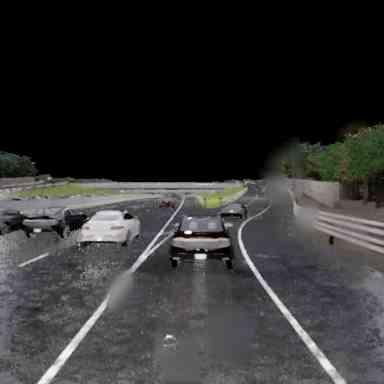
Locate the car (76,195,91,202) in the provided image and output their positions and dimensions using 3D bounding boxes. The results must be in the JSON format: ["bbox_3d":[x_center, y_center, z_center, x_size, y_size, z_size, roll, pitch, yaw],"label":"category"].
[{"bbox_3d":[-24.814,1.353,76.217,1.837,1.490,4.892,0,0,-1],"label":"car"}]

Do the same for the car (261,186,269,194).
[{"bbox_3d":[17.699,-0.245,80.493,2.128,1.511,4.902,0,3,11],"label":"car"}]

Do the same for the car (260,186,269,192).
[{"bbox_3d":[19.671,-0.907,90.378,2.033,1.411,5.357,0,3,10],"label":"car"}]

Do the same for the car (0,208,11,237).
[{"bbox_3d":[-10.388,1.573,18.303,1.994,1.385,4.181,0,0,0],"label":"car"}]

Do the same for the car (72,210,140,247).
[{"bbox_3d":[-3.488,1.534,14.825,1.812,1.442,4.674,0,0,0],"label":"car"}]

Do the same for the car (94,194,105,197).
[{"bbox_3d":[-21.321,1.205,76.886,2.097,1.767,4.553,0,0,-1],"label":"car"}]

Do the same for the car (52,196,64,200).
[{"bbox_3d":[-24.669,1.500,60.389,2.033,1.411,5.357,0,0,0],"label":"car"}]

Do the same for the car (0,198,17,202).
[{"bbox_3d":[-24.633,1.526,44.516,1.837,1.490,4.892,0,0,0],"label":"car"}]

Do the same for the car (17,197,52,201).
[{"bbox_3d":[-21.134,1.622,44.868,1.895,1.301,4.718,0,0,0],"label":"car"}]

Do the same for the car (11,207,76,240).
[{"bbox_3d":[-6.888,1.500,17.244,2.128,1.511,4.902,0,0,0],"label":"car"}]

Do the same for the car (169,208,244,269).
[{"bbox_3d":[0.367,1.497,11.225,2.128,1.511,4.902,0,0,3],"label":"car"}]

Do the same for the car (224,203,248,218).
[{"bbox_3d":[3.953,1.652,30.337,1.994,1.385,4.181,0,-1,16],"label":"car"}]

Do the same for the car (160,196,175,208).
[{"bbox_3d":[-3.578,1.371,49.076,2.097,1.767,4.553,0,0,0],"label":"car"}]

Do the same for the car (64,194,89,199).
[{"bbox_3d":[-21.180,1.427,61.192,1.882,1.535,5.008,0,1,0],"label":"car"}]
